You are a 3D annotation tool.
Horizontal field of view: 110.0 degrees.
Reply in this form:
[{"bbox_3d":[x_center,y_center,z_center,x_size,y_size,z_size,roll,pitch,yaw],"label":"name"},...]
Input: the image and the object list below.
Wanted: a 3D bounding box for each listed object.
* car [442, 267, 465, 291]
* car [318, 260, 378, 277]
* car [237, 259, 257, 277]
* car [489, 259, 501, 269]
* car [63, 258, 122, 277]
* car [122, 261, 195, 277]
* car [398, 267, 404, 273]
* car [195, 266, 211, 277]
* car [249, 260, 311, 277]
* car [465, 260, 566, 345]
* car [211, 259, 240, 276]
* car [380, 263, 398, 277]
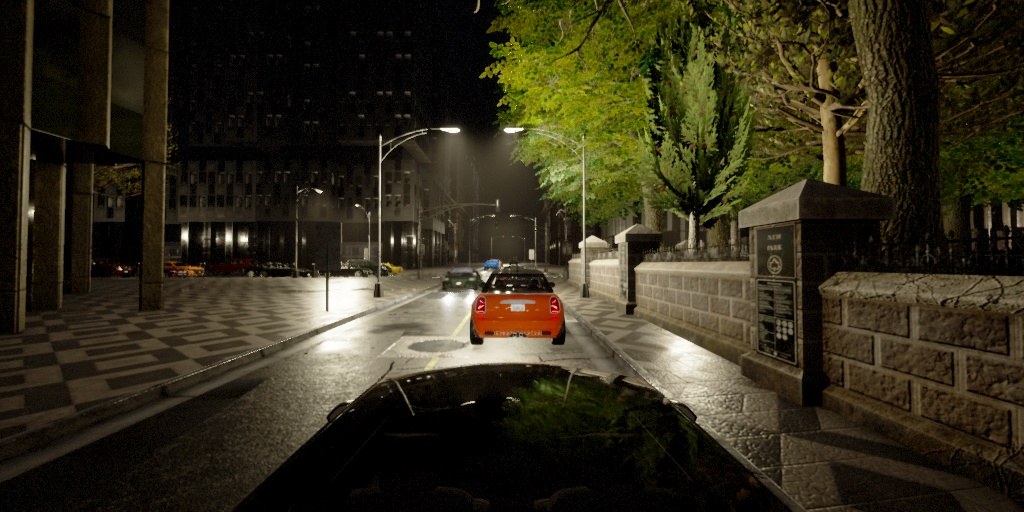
[{"bbox_3d":[-2.925,1.330,21.651,1.994,1.385,4.181,0,0,0],"label":"car"},{"bbox_3d":[-14.517,1.262,31.432,4.403,1.370,2.007,0,0,1],"label":"car"},{"bbox_3d":[-22.832,1.285,34.192,4.892,1.490,1.837,0,-1,1],"label":"car"},{"bbox_3d":[-2.831,1.332,61.082,1.882,1.535,5.008,0,0,1],"label":"car"},{"bbox_3d":[-36.568,1.057,31.646,5.009,1.841,2.192,0,0,1],"label":"car"},{"bbox_3d":[-31.055,1.316,31.593,4.207,1.307,1.802,0,0,1],"label":"car"},{"bbox_3d":[-14.613,1.419,39.957,4.829,1.417,1.751,0,0,1],"label":"car"},{"bbox_3d":[-32.337,1.271,34.293,5.008,1.535,1.882,0,-1,0],"label":"car"},{"bbox_3d":[-20.029,1.285,31.486,4.313,1.339,1.948,0,0,1],"label":"car"},{"bbox_3d":[0.127,1.105,9.660,2.097,1.767,4.553,0,0,0],"label":"car"},{"bbox_3d":[-30.979,1.231,40.116,5.009,1.841,2.192,0,0,1],"label":"car"},{"bbox_3d":[-13.748,1.120,34.105,4.553,1.767,2.097,0,-1,0],"label":"car"}]
